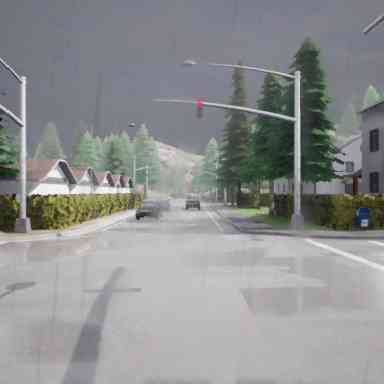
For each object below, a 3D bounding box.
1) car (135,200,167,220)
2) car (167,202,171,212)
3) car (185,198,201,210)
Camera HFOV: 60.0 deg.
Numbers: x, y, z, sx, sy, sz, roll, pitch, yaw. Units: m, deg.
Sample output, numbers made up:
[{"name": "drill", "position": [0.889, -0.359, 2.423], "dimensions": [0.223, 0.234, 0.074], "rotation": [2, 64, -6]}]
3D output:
[{"name": "car", "position": [-3.587, 1.558, 28.614], "dimensions": [2.033, 1.411, 5.357], "rotation": [0, 0, 0]}, {"name": "car", "position": [-3.562, 1.579, 38.531], "dimensions": [1.994, 1.385, 4.181], "rotation": [0, 0, 1]}, {"name": "car", "position": [0.118, 1.521, 43.264], "dimensions": [1.837, 1.490, 4.892], "rotation": [0, 0, 0]}]
